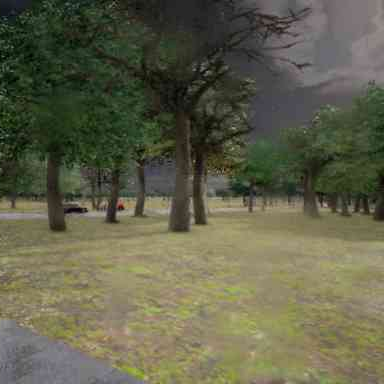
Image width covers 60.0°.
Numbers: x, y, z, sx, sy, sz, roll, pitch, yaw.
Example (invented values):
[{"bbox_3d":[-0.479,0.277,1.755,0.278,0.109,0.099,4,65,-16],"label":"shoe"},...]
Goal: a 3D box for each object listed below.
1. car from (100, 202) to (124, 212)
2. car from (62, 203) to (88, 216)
[{"bbox_3d":[-17.083,3.251,71.580,2.150,2.045,5.566,0,-1,36],"label":"car"},{"bbox_3d":[-20.121,2.862,55.388,2.150,2.045,5.566,0,-1,36],"label":"car"}]
